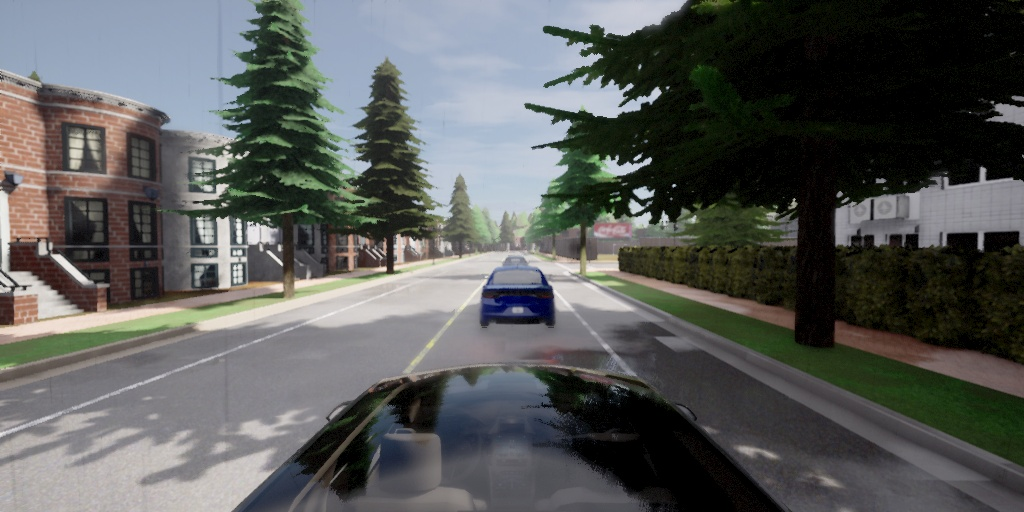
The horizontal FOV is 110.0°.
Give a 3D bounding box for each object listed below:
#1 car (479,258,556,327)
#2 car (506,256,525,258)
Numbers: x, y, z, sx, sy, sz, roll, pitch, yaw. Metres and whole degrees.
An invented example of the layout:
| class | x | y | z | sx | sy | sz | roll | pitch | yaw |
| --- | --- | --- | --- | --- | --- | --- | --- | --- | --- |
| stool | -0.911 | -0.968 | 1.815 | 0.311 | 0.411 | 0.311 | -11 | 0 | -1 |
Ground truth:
| class | x | y | z | sx | sy | sz | roll | pitch | yaw |
| --- | --- | --- | --- | --- | --- | --- | --- | --- | --- |
| car | 0.149 | 0.998 | 10.552 | 1.882 | 1.535 | 5.008 | 0 | 2 | 0 |
| car | 0.231 | 0.719 | 24.018 | 2.033 | 1.411 | 5.357 | 0 | 1 | 0 |
